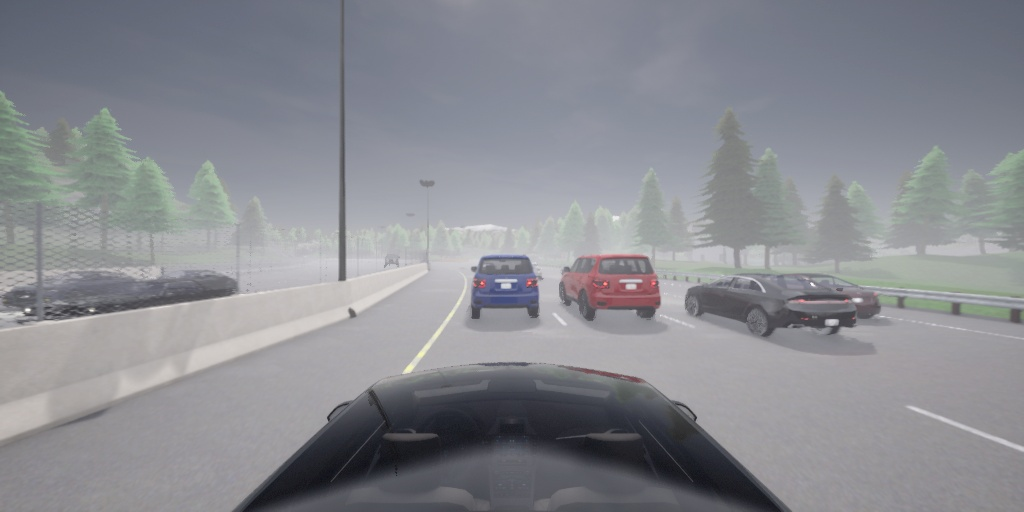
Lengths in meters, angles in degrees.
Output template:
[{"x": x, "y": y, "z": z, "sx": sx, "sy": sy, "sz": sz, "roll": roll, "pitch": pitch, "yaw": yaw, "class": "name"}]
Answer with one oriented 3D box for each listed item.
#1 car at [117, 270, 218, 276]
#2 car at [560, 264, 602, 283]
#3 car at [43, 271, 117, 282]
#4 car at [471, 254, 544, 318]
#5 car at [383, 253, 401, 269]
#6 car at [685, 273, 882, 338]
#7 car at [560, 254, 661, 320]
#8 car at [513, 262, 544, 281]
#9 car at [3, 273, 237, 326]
[{"x": -14.782, "y": 1.324, "z": 16.429, "sx": 1.994, "sy": 1.385, "sz": 4.181, "roll": 0, "pitch": 0, "yaw": -5, "class": "car"}, {"x": 5.261, "y": 1.308, "z": 28.157, "sx": 1.895, "sy": 1.301, "sz": 4.718, "roll": 0, "pitch": 0, "yaw": -7, "class": "car"}, {"x": -18.199, "y": 1.332, "z": 15.293, "sx": 1.994, "sy": 1.385, "sz": 4.181, "roll": 0, "pitch": 0, "yaw": -5, "class": "car"}, {"x": -0.326, "y": 0.958, "z": 13.129, "sx": 2.150, "sy": 2.045, "sz": 5.566, "roll": 0, "pitch": 0, "yaw": -3, "class": "car"}, {"x": -17.488, "y": 0.600, "z": 52.368, "sx": 2.150, "sy": 2.045, "sz": 5.566, "roll": 0, "pitch": 0, "yaw": -15, "class": "car"}, {"x": 6.808, "y": 1.218, "z": 10.165, "sx": 2.128, "sy": 1.511, "sz": 4.902, "roll": 0, "pitch": 0, "yaw": -2, "class": "car"}, {"x": 3.200, "y": 0.951, "z": 12.743, "sx": 2.150, "sy": 2.045, "sz": 5.566, "roll": 0, "pitch": 0, "yaw": -3, "class": "car"}, {"x": 1.327, "y": 1.237, "z": 30.922, "sx": 1.812, "sy": 1.442, "sz": 4.674, "roll": 0, "pitch": 0, "yaw": -8, "class": "car"}, {"x": -10.839, "y": 1.360, "z": 10.651, "sx": 1.895, "sy": 1.301, "sz": 4.718, "roll": 0, "pitch": 0, "yaw": -3, "class": "car"}]
